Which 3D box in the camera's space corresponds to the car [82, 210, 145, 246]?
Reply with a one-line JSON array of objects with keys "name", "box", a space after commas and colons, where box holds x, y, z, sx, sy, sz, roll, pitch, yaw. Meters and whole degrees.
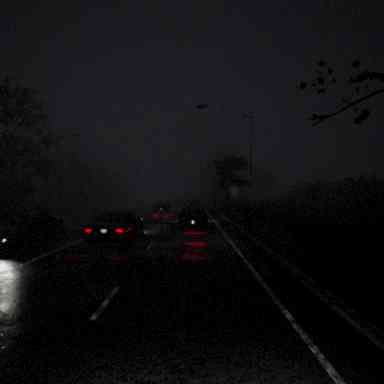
[{"name": "car", "box": [-3.399, 1.552, 15.323, 2.033, 1.411, 5.357, 0, 0, 0]}]

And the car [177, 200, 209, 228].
[{"name": "car", "box": [0.073, 1.514, 22.189, 1.837, 1.490, 4.892, 0, 1, 0]}]

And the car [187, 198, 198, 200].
[{"name": "car", "box": [0.096, 1.489, 42.253, 1.882, 1.535, 5.008, 0, 0, 0]}]

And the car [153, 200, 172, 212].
[{"name": "car", "box": [-3.399, 1.612, 39.032, 1.895, 1.301, 4.718, 0, 0, 0]}]

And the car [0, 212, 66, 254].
[{"name": "car", "box": [-7.053, 1.552, 13.872, 2.033, 1.411, 5.357, 0, 0, 0]}]
